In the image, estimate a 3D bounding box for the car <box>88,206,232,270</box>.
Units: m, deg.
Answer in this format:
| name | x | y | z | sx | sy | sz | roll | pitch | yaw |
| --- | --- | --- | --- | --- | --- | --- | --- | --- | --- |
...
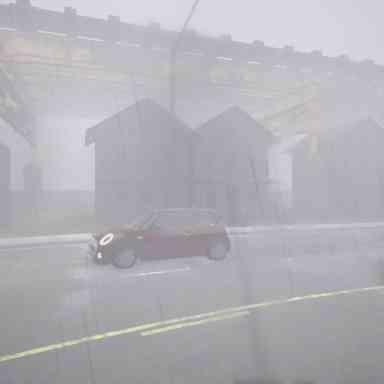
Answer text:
| name | x | y | z | sx | sy | sz | roll | pitch | yaw |
| --- | --- | --- | --- | --- | --- | --- | --- | --- | --- |
| car | -1.040 | 1.352 | 10.987 | 4.553 | 1.767 | 2.097 | 0 | 0 | -24 |
